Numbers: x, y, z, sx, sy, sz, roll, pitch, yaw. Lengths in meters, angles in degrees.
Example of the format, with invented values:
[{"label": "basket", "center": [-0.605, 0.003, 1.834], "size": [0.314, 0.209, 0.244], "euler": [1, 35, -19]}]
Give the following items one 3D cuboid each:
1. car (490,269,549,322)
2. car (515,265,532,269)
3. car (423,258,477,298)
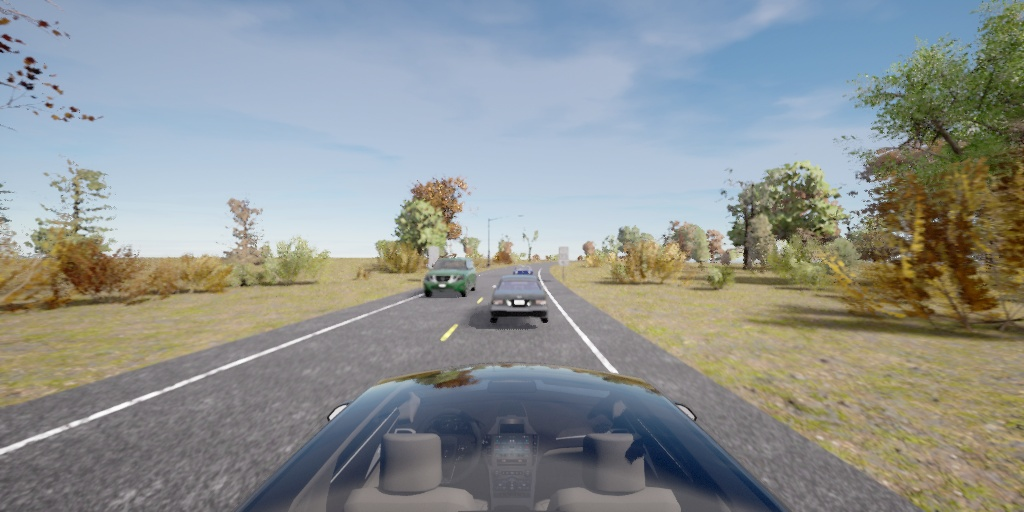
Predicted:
[{"label": "car", "center": [0.256, 1.373, 12.638], "size": [2.033, 1.411, 5.357], "euler": [0, 0, 1]}, {"label": "car", "center": [1.132, 1.576, 35.178], "size": [1.895, 1.301, 4.718], "euler": [0, 0, 3]}, {"label": "car", "center": [-3.263, 1.098, 19.995], "size": [2.150, 2.045, 5.566], "euler": [0, -1, 2]}]
